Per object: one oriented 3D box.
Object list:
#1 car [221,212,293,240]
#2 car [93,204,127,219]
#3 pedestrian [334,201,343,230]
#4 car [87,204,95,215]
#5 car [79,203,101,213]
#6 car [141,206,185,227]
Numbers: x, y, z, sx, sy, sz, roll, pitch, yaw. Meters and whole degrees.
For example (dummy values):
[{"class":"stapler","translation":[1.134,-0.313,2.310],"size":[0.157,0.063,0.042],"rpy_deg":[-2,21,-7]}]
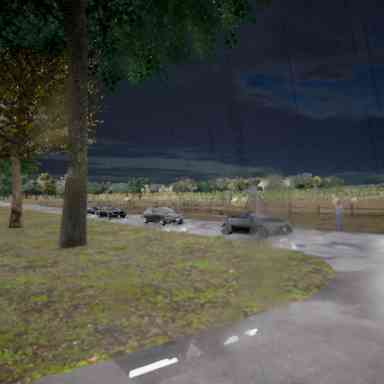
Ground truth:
[{"class":"car","translation":[3.608,1.827,19.020],"size":[1.994,1.385,4.181],"rpy_deg":[-1,0,-39]},{"class":"car","translation":[-8.930,2.260,36.649],"size":[1.895,1.301,4.718],"rpy_deg":[-1,0,-35]},{"class":"pedestrian","translation":[9.284,1.447,21.057],"size":[0.375,1.860,0.375],"rpy_deg":[-3,1,-35]},{"class":"car","translation":[-14.650,2.397,44.867],"size":[1.994,1.385,4.181],"rpy_deg":[-1,0,-34]},{"class":"car","translation":[-15.913,2.490,51.734],"size":[1.895,1.301,4.718],"rpy_deg":[-1,0,-35]},{"class":"car","translation":[-2.503,1.965,27.471],"size":[1.837,1.490,4.892],"rpy_deg":[-1,-1,-35]}]
